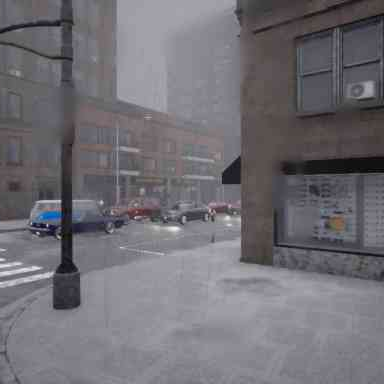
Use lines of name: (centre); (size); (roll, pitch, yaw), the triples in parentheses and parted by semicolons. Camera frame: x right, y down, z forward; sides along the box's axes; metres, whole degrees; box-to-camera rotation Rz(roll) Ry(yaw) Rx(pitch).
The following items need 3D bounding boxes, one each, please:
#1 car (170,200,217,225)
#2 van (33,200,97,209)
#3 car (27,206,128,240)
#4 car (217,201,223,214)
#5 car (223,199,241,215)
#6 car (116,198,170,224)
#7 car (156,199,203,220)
car: (-0.418, 1.528, 24.862); (1.837, 1.490, 4.892); (0, 0, 36)
van: (-7.526, 1.358, 19.736); (1.690, 1.788, 3.998); (0, 0, 36)
car: (-5.889, 1.617, 17.332); (1.895, 1.301, 4.718); (0, 0, 37)
car: (2.307, 1.575, 33.343); (1.887, 1.381, 4.507); (0, 0, 36)
car: (5.354, 1.383, 32.836); (2.097, 1.767, 4.553); (0, 0, 36)
car: (-4.248, 1.336, 24.272); (2.192, 1.841, 5.009); (0, 0, 36)
car: (-0.971, 1.466, 28.807); (1.967, 1.590, 4.097); (0, 0, 36)
